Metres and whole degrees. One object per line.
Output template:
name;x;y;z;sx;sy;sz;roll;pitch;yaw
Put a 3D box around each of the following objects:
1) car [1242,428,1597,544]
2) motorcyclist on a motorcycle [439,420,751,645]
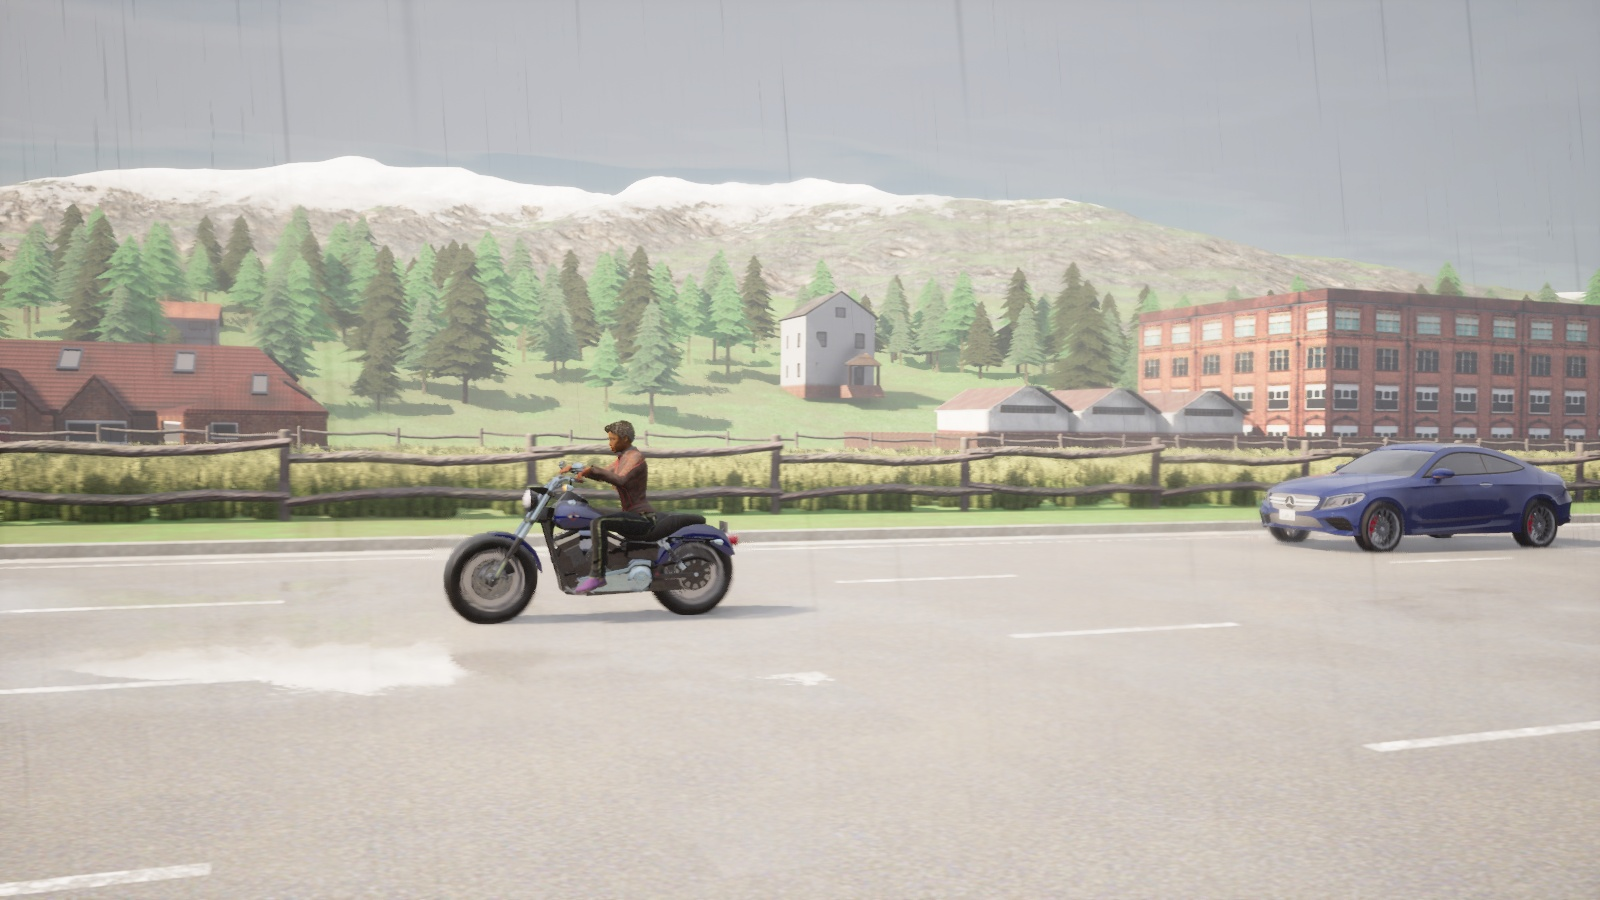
car;8.778;0.439;17.802;4.674;1.442;1.812;-1;1;-21
motorcyclist on a motorcycle;-1.639;0.602;10.103;2.350;1.649;0.766;-1;1;-21
